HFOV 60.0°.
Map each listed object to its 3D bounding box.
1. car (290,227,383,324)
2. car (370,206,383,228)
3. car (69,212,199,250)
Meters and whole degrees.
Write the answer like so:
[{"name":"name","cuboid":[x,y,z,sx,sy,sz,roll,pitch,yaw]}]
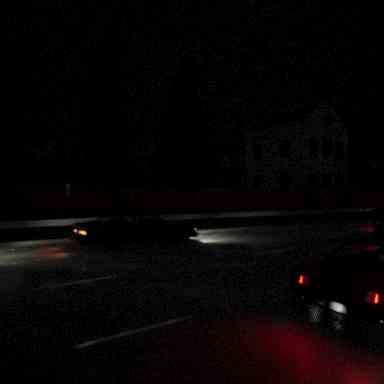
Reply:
[{"name":"car","cuboid":[4.205,1.601,6.744,4.718,1.301,1.895,0,0,-35]},{"name":"car","cuboid":[10.272,1.506,15.368,4.892,1.490,1.837,0,0,-35]},{"name":"car","cuboid":[-2.364,1.550,14.228,5.357,1.411,2.033,0,0,-32]}]
